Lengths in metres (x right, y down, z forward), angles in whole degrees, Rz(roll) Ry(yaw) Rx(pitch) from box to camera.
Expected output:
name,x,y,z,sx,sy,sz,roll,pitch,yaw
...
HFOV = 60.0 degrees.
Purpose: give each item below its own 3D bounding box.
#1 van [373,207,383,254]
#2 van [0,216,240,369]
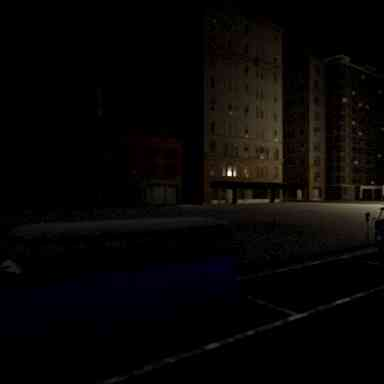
name,x,y,z,sx,sy,sz,roll,pitch,yaw
van,8.182,1.336,12.032,3.998,1.788,1.690,0,0,-36
van,-1.063,1.340,5.432,3.998,1.788,1.690,0,0,-36
